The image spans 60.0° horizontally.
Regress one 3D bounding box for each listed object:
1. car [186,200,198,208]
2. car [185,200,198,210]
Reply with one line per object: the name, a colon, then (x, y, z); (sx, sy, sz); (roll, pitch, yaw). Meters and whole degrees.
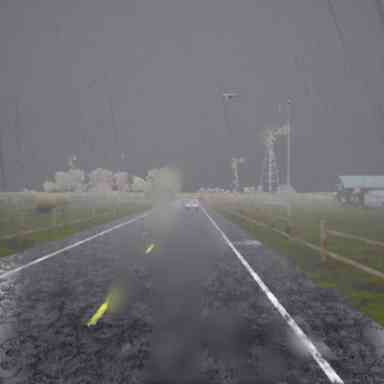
car: (-0.012, 2.079, 59.738); (1.994, 1.385, 4.181); (0, 0, 0)
car: (-0.010, 2.028, 49.764); (1.895, 1.301, 4.718); (0, 0, 0)
